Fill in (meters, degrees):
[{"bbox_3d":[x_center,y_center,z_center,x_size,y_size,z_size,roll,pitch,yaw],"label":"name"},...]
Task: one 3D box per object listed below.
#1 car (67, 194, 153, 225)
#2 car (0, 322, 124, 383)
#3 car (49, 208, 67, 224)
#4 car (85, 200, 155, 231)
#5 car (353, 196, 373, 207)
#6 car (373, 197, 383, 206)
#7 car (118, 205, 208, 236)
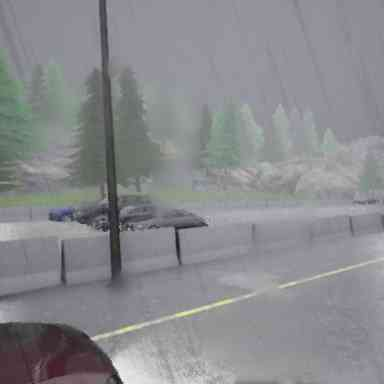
[{"bbox_3d":[-5.016,1.171,22.213,5.566,2.045,2.150,0,0,-37],"label":"car"},{"bbox_3d":[-2.476,1.574,2.023,4.181,1.385,1.994,-1,0,-37],"label":"car"},{"bbox_3d":[-7.853,1.435,24.462,5.008,1.535,1.882,0,0,-37],"label":"car"},{"bbox_3d":[-3.260,1.454,19.155,4.892,1.490,1.837,0,0,-37],"label":"car"},{"bbox_3d":[25.809,1.281,49.457,5.008,1.535,1.882,0,0,-37],"label":"car"},{"bbox_3d":[27.895,1.149,46.647,4.892,1.490,1.837,0,0,-37],"label":"car"},{"bbox_3d":[-1.253,1.511,16.286,4.181,1.385,1.994,0,0,-37],"label":"car"}]
